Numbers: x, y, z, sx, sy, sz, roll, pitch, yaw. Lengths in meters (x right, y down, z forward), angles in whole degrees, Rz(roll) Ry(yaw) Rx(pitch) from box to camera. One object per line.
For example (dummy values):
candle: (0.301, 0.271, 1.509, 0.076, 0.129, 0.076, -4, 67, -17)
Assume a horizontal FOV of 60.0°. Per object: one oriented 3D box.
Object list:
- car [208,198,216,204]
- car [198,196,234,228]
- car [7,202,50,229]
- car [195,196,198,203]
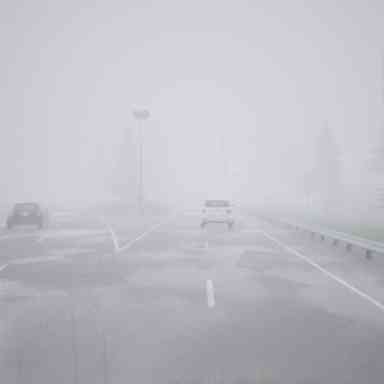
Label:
car: (5.586, 2.450, 93.144, 2.128, 1.511, 4.902, 0, -1, 6)
car: (1.919, 1.473, 24.620, 2.150, 2.045, 5.566, 0, 0, 6)
car: (-11.139, 1.471, 22.942, 2.097, 1.767, 4.553, 1, -1, -18)
car: (2.017, 2.111, 92.616, 2.150, 2.045, 5.566, 0, -1, 6)
